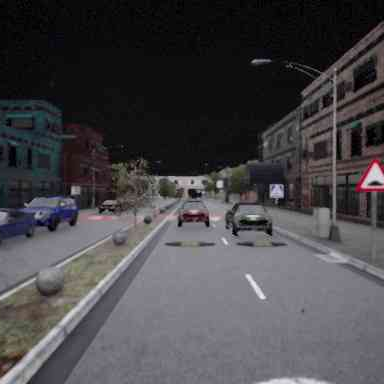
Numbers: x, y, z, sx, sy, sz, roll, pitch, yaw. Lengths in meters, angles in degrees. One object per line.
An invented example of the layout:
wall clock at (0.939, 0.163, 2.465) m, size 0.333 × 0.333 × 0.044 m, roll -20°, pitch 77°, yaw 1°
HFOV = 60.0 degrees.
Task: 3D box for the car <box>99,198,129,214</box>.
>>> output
car at (-8.940, 1.582, 37.244) m, size 2.163 × 1.488 × 4.792 m, roll 0°, pitch 0°, yaw 0°

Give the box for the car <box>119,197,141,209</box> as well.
car at (-8.981, 1.584, 48.449) m, size 2.231 × 1.521 × 4.892 m, roll 0°, pitch 0°, yaw 0°

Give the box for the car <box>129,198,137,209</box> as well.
car at (-8.961, 1.570, 42.802) m, size 2.231 × 1.521 × 4.892 m, roll 0°, pitch 0°, yaw 0°

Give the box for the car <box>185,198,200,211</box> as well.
car at (0.110, 1.587, 42.796) m, size 1.837 × 1.490 × 4.892 m, roll 0°, pitch 0°, yaw 0°

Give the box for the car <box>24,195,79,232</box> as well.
car at (-8.881, 1.248, 20.805) m, size 2.435 × 2.045 × 5.566 m, roll 0°, pitch 0°, yaw 0°

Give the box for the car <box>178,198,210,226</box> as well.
car at (0.116, 1.377, 23.737) m, size 2.097 × 1.767 × 4.553 m, roll 0°, pitch 0°, yaw 0°

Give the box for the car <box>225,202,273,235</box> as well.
car at (3.105, 1.368, 19.005) m, size 2.097 × 1.767 × 4.553 m, roll 0°, pitch 0°, yaw 0°

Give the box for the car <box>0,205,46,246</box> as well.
car at (-8.860, 1.526, 15.316) m, size 2.002 × 1.452 × 4.674 m, roll 0°, pitch 0°, yaw 0°
